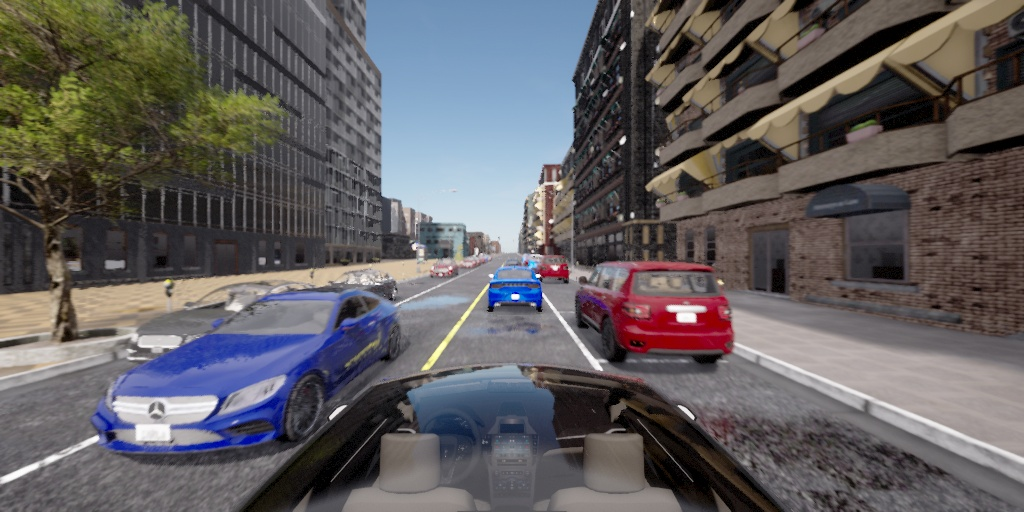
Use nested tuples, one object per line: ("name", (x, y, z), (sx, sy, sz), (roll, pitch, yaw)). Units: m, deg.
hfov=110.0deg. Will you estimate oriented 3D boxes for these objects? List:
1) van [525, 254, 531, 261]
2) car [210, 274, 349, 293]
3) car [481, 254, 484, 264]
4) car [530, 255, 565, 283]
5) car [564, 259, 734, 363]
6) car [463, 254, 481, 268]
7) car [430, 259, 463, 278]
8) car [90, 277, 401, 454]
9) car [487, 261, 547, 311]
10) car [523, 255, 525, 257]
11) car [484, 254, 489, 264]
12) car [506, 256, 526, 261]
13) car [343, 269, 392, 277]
("van", (2.704, 0.751, 41.833), (1.690, 1.789, 3.998), (0, 0, 0))
("car", (-5.687, 1.251, 7.930), (2.007, 1.370, 4.403), (0, 0, 0))
("car", (-5.640, 0.748, 53.097), (1.967, 1.591, 4.097), (0, 0, 0))
("car", (2.699, 0.873, 24.895), (2.192, 1.841, 5.009), (0, 0, 0))
("car", (2.694, 1.014, 7.957), (2.192, 1.841, 5.009), (0, 0, 0))
("car", (-5.648, 0.800, 47.451), (1.967, 1.591, 4.097), (0, 0, 0))
("car", (-5.683, 0.950, 30.513), (1.967, 1.591, 4.097), (0, 0, 0))
("car", (-3.094, 1.246, 5.422), (1.812, 1.442, 4.674), (0, 0, 0))
("car", (0.104, 1.128, 13.956), (1.882, 1.535, 5.008), (0, 1, 0))
("car", (2.708, 0.853, 53.127), (1.888, 1.381, 4.507), (0, 0, 0))
("car", (-5.637, 0.747, 64.388), (1.888, 1.381, 4.507), (0, 0, 0))
("car", (0.111, 1.009, 33.564), (1.812, 1.442, 4.674), (0, 1, 0))
("car", (-5.685, 1.204, 13.577), (2.007, 1.370, 4.403), (0, 0, 0))
